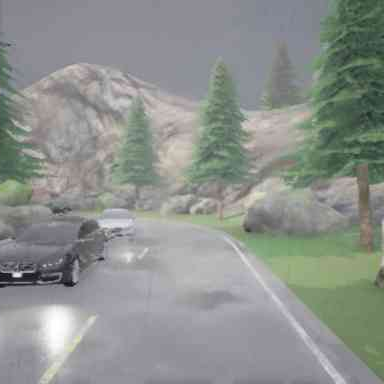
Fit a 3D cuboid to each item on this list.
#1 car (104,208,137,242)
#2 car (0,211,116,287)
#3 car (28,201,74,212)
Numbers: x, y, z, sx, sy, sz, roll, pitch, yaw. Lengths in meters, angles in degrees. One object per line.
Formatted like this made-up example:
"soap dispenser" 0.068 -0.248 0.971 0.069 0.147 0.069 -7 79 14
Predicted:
"car" -3.713 1.524 16.276 1.812 1.442 4.674 0 0 -9
"car" -3.679 1.494 9.349 1.837 1.490 4.892 0 0 -1
"car" -14.146 1.556 32.720 4.718 1.301 1.895 0 0 21
